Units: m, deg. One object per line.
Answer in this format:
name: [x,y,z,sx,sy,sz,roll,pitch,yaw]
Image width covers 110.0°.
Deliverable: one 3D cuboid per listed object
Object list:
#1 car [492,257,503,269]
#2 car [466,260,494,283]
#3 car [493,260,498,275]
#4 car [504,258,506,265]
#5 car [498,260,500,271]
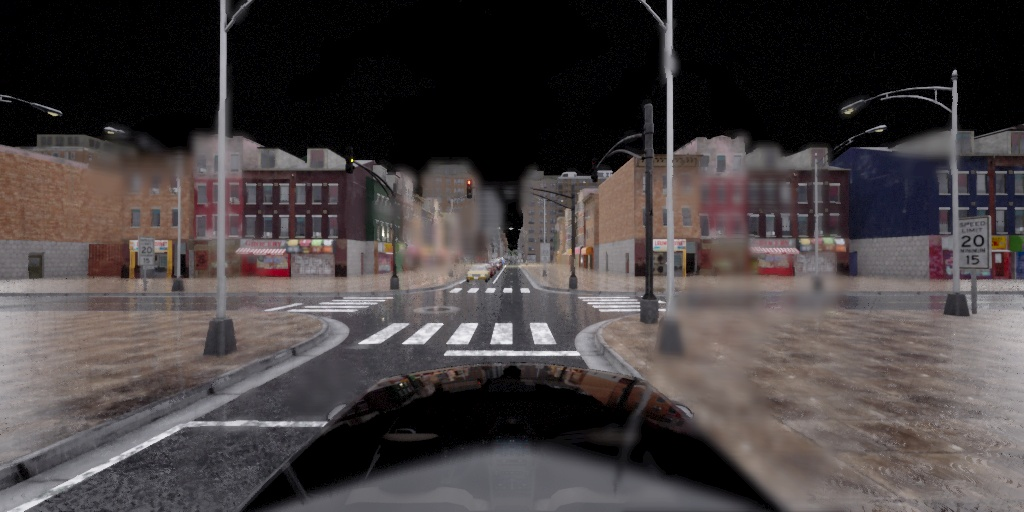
car: [-2.636,1.250,51.265,1.967,1.591,4.097,0,0,0]
car: [-2.636,1.292,28.675,1.751,1.417,4.829,0,0,0]
car: [-2.636,1.320,34.450,1.888,1.381,4.507,0,0,0]
car: [-2.637,1.154,62.476,2.192,1.841,5.009,0,0,0]
car: [-2.636,1.367,40.055,1.802,1.307,4.207,0,0,0]
